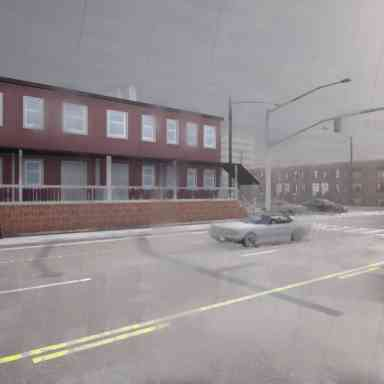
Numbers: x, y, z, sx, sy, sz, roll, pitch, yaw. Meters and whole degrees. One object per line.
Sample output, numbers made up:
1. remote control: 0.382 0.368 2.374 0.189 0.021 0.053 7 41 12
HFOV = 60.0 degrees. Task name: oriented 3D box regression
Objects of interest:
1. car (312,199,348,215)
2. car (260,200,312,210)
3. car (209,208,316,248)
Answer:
1. car: 13.334 1.491 33.940 1.837 1.490 4.892 0 0 -37
2. car: 9.170 1.577 33.376 1.895 1.301 4.718 0 0 -33
3. car: 3.060 1.588 14.682 4.718 1.301 1.895 0 0 -34
